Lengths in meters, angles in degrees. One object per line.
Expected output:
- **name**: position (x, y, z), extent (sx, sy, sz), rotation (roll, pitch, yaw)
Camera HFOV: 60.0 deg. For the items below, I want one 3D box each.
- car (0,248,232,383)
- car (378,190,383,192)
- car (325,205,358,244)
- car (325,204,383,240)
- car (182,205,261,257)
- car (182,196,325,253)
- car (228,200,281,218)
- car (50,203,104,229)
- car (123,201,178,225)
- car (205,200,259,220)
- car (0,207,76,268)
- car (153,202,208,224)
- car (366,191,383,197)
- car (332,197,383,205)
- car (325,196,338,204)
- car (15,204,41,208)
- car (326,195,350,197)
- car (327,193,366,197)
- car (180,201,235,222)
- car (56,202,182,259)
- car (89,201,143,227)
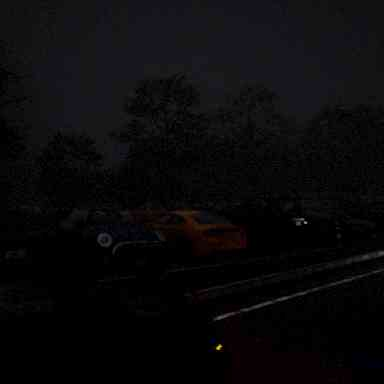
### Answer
- **car**: position (-1.780, 1.522, 2.430), extent (4.674, 1.442, 1.812), rotation (0, 0, -36)
- **car**: position (28.699, 0.780, 47.951), extent (2.435, 2.045, 5.566), rotation (-2, 1, -35)
- **car**: position (4.312, 1.452, 14.880), extent (2.231, 1.521, 4.892), rotation (1, -1, -35)
- **car**: position (6.600, 1.502, 16.457), extent (2.163, 1.488, 4.792), rotation (0, -1, -35)
- **car**: position (-0.259, 1.380, 11.674), extent (2.097, 1.535, 5.008), rotation (1, -1, -35)
- **car**: position (2.010, 1.169, 13.310), extent (2.435, 2.045, 5.566), rotation (1, -1, -35)
- **car**: position (5.884, 1.574, 31.961), extent (2.231, 1.521, 4.892), rotation (0, 0, -35)
- **car**: position (-7.842, 1.511, 22.373), extent (2.163, 1.488, 4.792), rotation (1, -1, -35)
- **car**: position (-3.358, 1.552, 25.710), extent (1.946, 1.575, 5.366), rotation (1, -1, -35)
- **car**: position (3.495, 1.582, 30.285), extent (2.097, 1.535, 5.008), rotation (0, 0, -35)
- **car**: position (-4.834, 1.303, 8.507), extent (2.163, 1.488, 4.792), rotation (1, -1, -35)
- **car**: position (-1.060, 1.603, 27.060), extent (2.163, 1.488, 4.792), rotation (1, -1, -35)
- **car**: position (21.732, 1.147, 43.131), extent (2.185, 1.767, 4.553), rotation (-2, 1, -35)
- **car**: position (11.170, 1.353, 19.662), extent (2.185, 1.767, 4.553), rotation (0, 0, -35)
- **car**: position (12.727, 1.491, 36.544), extent (1.946, 1.575, 5.366), rotation (-1, 0, -35)
- **car**: position (-10.211, 1.469, 20.679), extent (2.002, 1.452, 4.674), rotation (1, -1, -35)
- **car**: position (14.900, 1.452, 38.303), extent (2.097, 1.535, 5.008), rotation (-1, 0, -35)
- **car**: position (17.164, 1.149, 39.923), extent (2.435, 2.045, 5.566), rotation (-1, 0, -35)
- **car**: position (1.211, 1.582, 28.683), extent (2.097, 1.535, 5.008), rotation (0, -1, -35)
- **car**: position (-2.553, 1.204, 10.111), extent (2.185, 1.767, 4.553), rotation (1, -1, -35)
- **car**: position (-5.646, 1.521, 24.105), extent (1.946, 1.575, 5.366), rotation (1, -1, -35)
